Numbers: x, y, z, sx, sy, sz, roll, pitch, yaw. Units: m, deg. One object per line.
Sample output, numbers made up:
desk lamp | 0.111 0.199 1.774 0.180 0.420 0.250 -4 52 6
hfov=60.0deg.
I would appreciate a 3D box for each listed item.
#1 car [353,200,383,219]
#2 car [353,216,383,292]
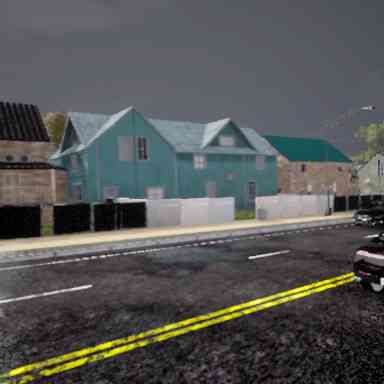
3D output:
car | 11.550 1.280 19.893 4.892 1.490 1.837 -1 0 -35
car | 5.547 1.396 7.413 4.902 1.511 2.128 -1 1 -35
